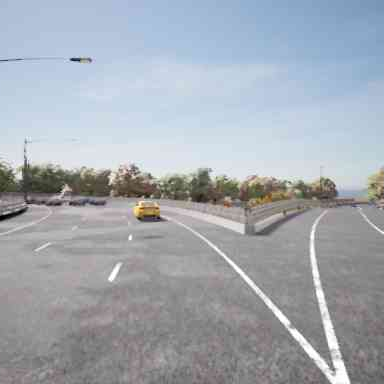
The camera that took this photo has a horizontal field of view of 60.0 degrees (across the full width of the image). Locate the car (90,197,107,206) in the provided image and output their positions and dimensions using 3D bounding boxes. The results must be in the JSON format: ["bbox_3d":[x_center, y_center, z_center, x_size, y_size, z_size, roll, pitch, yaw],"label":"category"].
[{"bbox_3d":[-16.646,1.660,58.606,2.033,1.411,5.357,0,0,-33],"label":"car"}]

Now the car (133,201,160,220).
[{"bbox_3d":[-3.975,1.522,28.827,1.882,1.535,5.008,0,0,-15],"label":"car"}]

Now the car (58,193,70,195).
[{"bbox_3d":[-25.319,1.227,65.242,2.150,2.045,5.566,0,0,-39],"label":"car"}]

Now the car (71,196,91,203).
[{"bbox_3d":[-22.473,1.523,67.285,2.033,1.411,5.357,0,0,-39],"label":"car"}]

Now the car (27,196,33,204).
[{"bbox_3d":[-33.764,1.583,70.118,2.097,1.767,4.553,0,0,-42],"label":"car"}]

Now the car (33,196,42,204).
[{"bbox_3d":[-28.123,1.589,63.153,1.994,1.385,4.181,0,0,-39],"label":"car"}]

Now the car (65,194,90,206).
[{"bbox_3d":[-19.534,1.624,56.638,2.128,1.511,4.902,0,0,-33],"label":"car"}]

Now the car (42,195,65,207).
[{"bbox_3d":[-23.300,1.649,56.045,2.128,1.511,4.902,0,0,-33],"label":"car"}]
